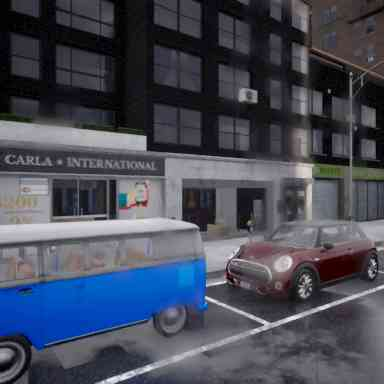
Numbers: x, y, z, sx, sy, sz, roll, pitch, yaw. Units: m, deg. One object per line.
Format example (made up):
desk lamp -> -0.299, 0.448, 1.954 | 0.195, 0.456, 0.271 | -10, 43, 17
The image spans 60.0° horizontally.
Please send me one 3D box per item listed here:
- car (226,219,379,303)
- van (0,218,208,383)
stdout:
car -> 2.751, 1.440, 8.160 | 4.097, 1.590, 1.967 | 0, 0, -36
van -> -1.651, 1.341, 5.011 | 3.998, 1.788, 1.690 | 0, 0, -36
